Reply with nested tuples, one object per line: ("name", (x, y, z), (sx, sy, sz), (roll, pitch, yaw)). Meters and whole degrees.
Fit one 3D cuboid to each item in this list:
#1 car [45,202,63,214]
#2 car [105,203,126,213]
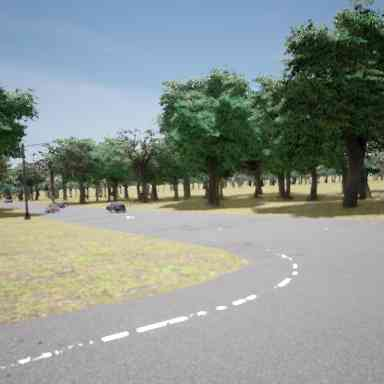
("car", (-25.433, 2.966, 60.601), (2.097, 1.767, 4.553), (-4, 1, -30))
("car", (-12.195, 2.467, 52.910), (1.837, 1.490, 4.892), (-4, 1, -36))
